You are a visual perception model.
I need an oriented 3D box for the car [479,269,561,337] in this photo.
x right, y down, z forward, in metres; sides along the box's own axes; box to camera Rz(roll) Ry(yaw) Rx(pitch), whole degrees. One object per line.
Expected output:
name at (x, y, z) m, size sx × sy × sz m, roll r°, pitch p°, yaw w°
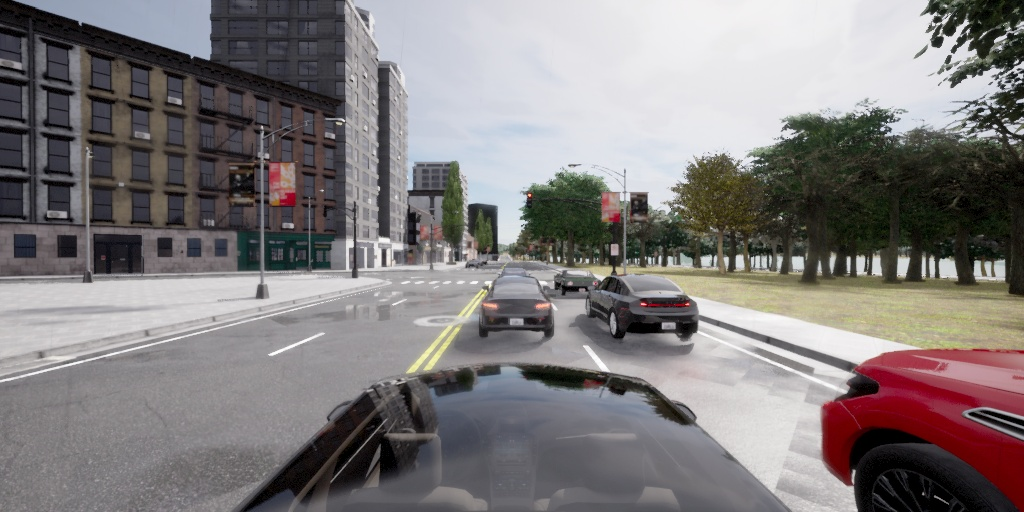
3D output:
car at (0.116, 1.274, 10.136) m, size 1.812 × 1.442 × 4.674 m, roll 0°, pitch 0°, yaw 0°

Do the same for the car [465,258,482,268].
car at (-6.487, 1.297, 59.147) m, size 1.994 × 1.385 × 4.181 m, roll 0°, pitch 0°, yaw 0°

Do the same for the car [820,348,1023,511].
car at (3.348, 0.972, 0.235) m, size 2.150 × 2.045 × 5.566 m, roll 0°, pitch 0°, yaw 0°

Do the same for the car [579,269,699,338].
car at (3.363, 1.253, 10.098) m, size 1.837 × 1.490 × 4.892 m, roll 0°, pitch 0°, yaw 0°

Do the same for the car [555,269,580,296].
car at (3.379, 1.347, 19.411) m, size 1.895 × 1.301 × 4.718 m, roll 0°, pitch 0°, yaw 0°
